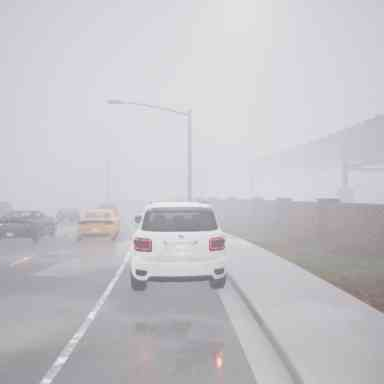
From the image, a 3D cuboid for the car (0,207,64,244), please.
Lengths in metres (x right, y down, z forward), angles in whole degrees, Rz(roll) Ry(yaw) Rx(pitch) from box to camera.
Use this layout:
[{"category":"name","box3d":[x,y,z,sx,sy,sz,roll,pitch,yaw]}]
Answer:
[{"category":"car","box3d":[-8.298,1.688,16.903,2.128,1.511,4.902,0,-1,-9]}]

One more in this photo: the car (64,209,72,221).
[{"category":"car","box3d":[-11.716,2.215,31.489,1.895,1.301,4.718,0,-2,-17]}]

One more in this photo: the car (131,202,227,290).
[{"category":"car","box3d":[-0.451,1.278,9.412,2.150,2.045,5.566,0,-1,-5]}]

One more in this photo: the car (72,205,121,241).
[{"category":"car","box3d":[-4.952,1.693,18.118,1.882,1.535,5.008,0,-1,-9]}]

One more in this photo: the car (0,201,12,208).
[{"category":"car","box3d":[-20.384,2.003,35.167,2.150,2.045,5.566,0,-2,-20]}]
